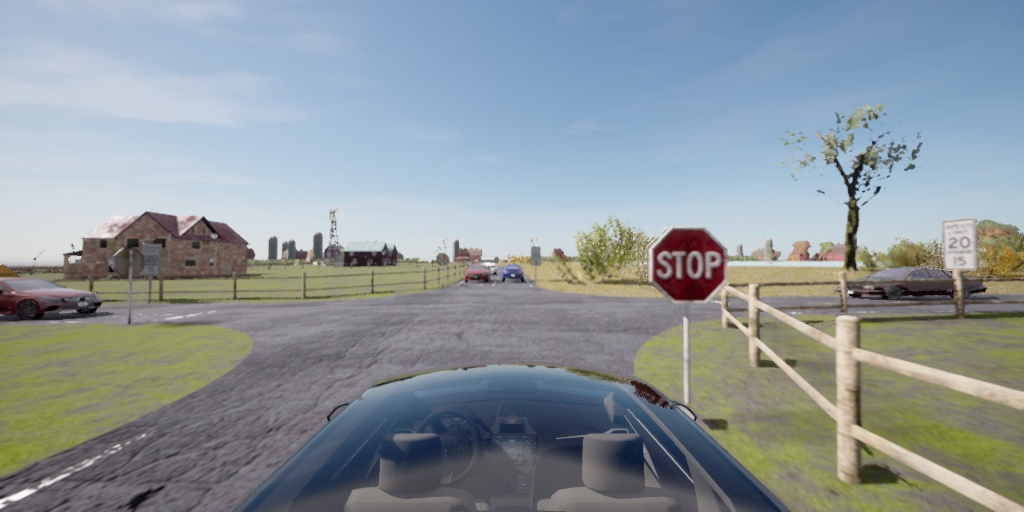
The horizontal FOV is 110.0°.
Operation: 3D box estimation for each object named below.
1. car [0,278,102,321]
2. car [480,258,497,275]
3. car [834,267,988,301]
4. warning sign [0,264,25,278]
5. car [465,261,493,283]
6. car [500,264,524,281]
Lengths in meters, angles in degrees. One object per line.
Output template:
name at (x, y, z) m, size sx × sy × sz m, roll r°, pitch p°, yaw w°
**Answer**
car at (-17.781, 1.501, 12.884) m, size 4.674 × 1.442 × 1.812 m, roll -1°, pitch -2°, yaw -1°
car at (-2.995, 1.265, 44.166) m, size 2.150 × 2.045 × 5.566 m, roll 0°, pitch -1°, yaw -1°
car at (17.900, 1.223, 16.217) m, size 5.357 × 1.411 × 2.033 m, roll -1°, pitch -2°, yaw -1°
warning sign at (-25.799, 1.329, 18.070) m, size 1.060 × 1.860 × 1.300 m, roll 0°, pitch 0°, yaw -1°
car at (-2.878, 1.423, 30.673) m, size 1.882 × 1.535 × 5.008 m, roll 0°, pitch 0°, yaw 0°
car at (0.089, 1.483, 32.384) m, size 1.812 × 1.442 × 4.674 m, roll 0°, pitch 0°, yaw 0°
